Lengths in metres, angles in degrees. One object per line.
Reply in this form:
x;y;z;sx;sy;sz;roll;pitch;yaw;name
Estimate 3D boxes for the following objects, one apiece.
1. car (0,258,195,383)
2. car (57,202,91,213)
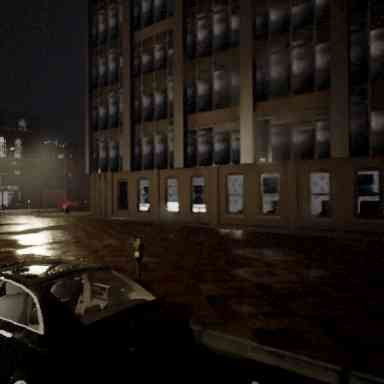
-2.024;1.560;4.319;4.403;1.369;2.008;0;0;35;car
-13.249;1.751;38.030;1.802;1.307;4.206;-1;-1;36;car
